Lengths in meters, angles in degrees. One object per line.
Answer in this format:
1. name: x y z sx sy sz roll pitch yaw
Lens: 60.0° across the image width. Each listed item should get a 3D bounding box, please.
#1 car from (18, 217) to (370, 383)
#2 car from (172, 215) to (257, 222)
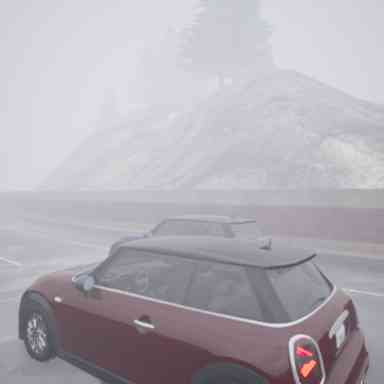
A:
1. car: -0.314 1.364 4.378 4.553 1.767 2.097 0 0 36
2. car: -0.121 1.376 8.656 4.553 1.767 2.097 0 0 38
